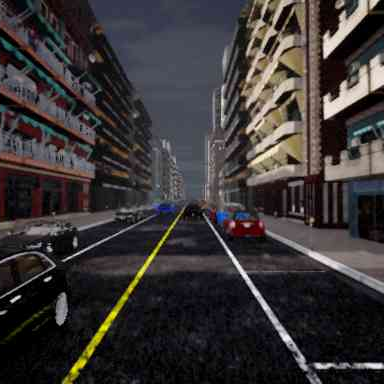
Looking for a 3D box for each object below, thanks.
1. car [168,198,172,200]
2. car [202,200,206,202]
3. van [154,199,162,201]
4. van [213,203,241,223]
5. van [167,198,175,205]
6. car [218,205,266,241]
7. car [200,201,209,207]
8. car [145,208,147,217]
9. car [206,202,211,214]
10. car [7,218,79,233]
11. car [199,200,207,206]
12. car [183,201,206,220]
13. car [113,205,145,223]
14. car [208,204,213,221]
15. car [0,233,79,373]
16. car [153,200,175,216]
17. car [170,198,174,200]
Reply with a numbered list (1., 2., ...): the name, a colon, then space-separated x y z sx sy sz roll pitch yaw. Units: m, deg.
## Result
1. car: -5.683 2.474 67.726 1.752 1.417 4.829 1 -1 0
2. car: 2.698 2.322 57.007 1.752 1.417 4.829 0 -1 0
3. van: -5.682 2.135 56.852 1.690 1.788 3.998 1 -1 0
4. van: 2.700 1.670 23.702 1.690 1.788 3.998 1 -1 0
5. van: -5.683 2.610 89.990 1.690 1.788 3.998 0 -1 0
6. car: 2.699 1.693 18.178 1.967 1.590 4.097 1 -1 0
7. car: 2.696 2.612 73.405 1.802 1.307 4.206 0 -1 0
8. car: -5.683 2.034 34.758 2.008 1.369 4.403 1 -1 0
9. car: 2.698 2.028 34.745 1.887 1.381 4.507 1 -1 0
10. car: -5.683 1.726 12.666 2.008 1.369 4.403 1 -1 0
11. car: 2.697 2.734 84.451 1.887 1.381 4.507 0 -1 0
12. car: 0.095 1.937 33.038 1.882 1.535 5.008 0 -1 0
13. car: -5.683 1.956 29.236 2.008 1.369 4.403 1 -1 0
14. car: 2.698 1.951 29.222 1.887 1.381 4.507 1 -1 0
15. car: -3.101 1.566 4.259 1.837 1.490 4.892 0 -1 0
16. car: -3.097 2.028 39.565 1.882 1.535 5.008 0 -1 0
17. car: -5.685 2.755 84.463 1.947 1.339 4.313 0 -1 0
